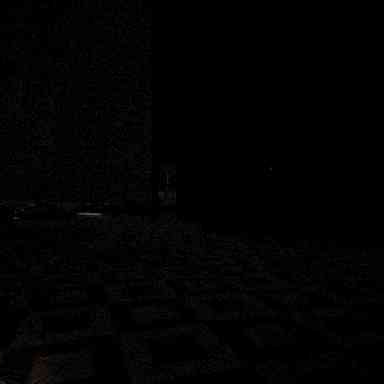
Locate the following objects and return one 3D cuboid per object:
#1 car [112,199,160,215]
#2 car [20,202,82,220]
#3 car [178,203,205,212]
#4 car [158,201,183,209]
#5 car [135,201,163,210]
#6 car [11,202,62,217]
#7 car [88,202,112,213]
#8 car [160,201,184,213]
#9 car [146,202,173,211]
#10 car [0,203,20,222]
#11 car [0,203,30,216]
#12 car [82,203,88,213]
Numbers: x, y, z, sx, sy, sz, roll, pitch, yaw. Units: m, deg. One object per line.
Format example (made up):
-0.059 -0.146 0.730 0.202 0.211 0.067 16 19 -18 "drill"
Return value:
-6.605 1.791 39.983 2.192 1.841 5.009 -1 -2 35 "car"
-13.059 1.824 30.926 1.752 1.417 4.829 -1 -2 35 "car"
-0.046 2.245 49.171 1.802 1.307 4.206 -1 -2 36 "car"
-3.710 2.305 58.716 2.008 1.369 4.403 -1 -2 35 "car"
-6.987 2.209 54.122 2.008 1.369 4.403 -1 -2 35 "car"
-16.679 1.852 35.927 1.812 1.442 4.674 0 -1 36 "car"
-10.893 2.011 44.023 1.812 1.442 4.674 0 -1 35 "car"
-3.327 2.113 44.572 1.887 1.381 4.507 -1 -2 35 "car"
-5.034 2.217 52.175 1.994 1.385 4.181 0 -1 37 "car"
-16.434 1.774 26.193 1.947 1.339 4.313 -1 -2 35 "car"
-20.093 1.841 35.743 2.008 1.369 4.403 -1 -1 35 "car"
-13.540 2.016 44.933 1.887 1.381 4.507 -1 -2 35 "car"
